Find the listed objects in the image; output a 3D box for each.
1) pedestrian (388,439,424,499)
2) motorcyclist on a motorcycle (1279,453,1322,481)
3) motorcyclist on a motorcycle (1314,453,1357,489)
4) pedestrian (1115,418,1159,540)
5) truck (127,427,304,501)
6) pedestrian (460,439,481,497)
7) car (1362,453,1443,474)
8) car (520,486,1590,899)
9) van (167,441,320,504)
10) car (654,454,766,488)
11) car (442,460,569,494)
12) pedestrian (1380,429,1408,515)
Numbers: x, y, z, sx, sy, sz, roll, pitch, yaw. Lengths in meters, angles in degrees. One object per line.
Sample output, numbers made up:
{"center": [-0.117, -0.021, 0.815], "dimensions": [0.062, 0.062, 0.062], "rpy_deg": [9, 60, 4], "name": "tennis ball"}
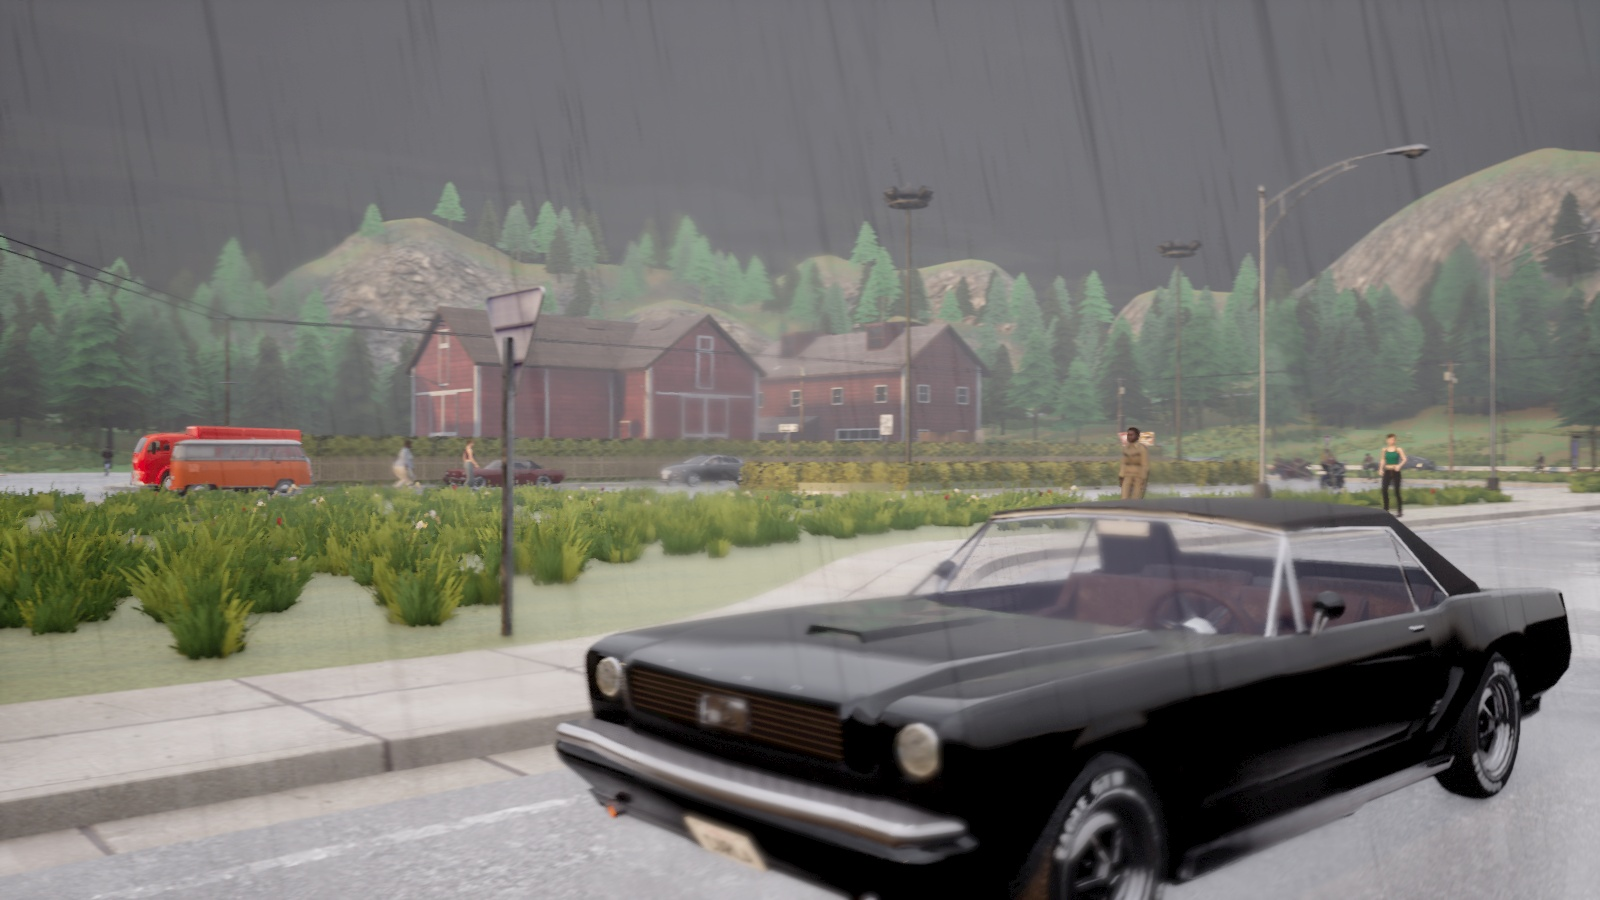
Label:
{"center": [-12.335, 0.586, 39.333], "dimensions": [0.900, 1.855, 0.874], "rpy_deg": [0, 0, -30], "name": "pedestrian"}
{"center": [28.490, 0.960, 71.547], "dimensions": [0.866, 1.530, 2.191], "rpy_deg": [0, 0, -31], "name": "motorcyclist on a motorcycle"}
{"center": [23.400, 0.914, 54.847], "dimensions": [2.191, 1.530, 0.866], "rpy_deg": [0, 0, -41], "name": "motorcyclist on a motorcycle"}
{"center": [5.429, 0.460, 20.207], "dimensions": [0.396, 1.930, 0.692], "rpy_deg": [0, 0, 43], "name": "pedestrian"}
{"center": [-20.536, 0.491, 44.195], "dimensions": [5.204, 2.467, 2.627], "rpy_deg": [1, 0, -36], "name": "truck"}
{"center": [-10.529, 0.584, 40.157], "dimensions": [0.594, 1.836, 0.345], "rpy_deg": [0, 0, -23], "name": "pedestrian"}
{"center": [42.879, 0.953, 89.454], "dimensions": [4.892, 1.490, 1.837], "rpy_deg": [0, 0, 45], "name": "car"}
{"center": [1.424, 0.861, 5.205], "dimensions": [4.718, 1.301, 1.895], "rpy_deg": [0, 0, -42], "name": "car"}
{"center": [-18.428, 0.710, 41.611], "dimensions": [4.442, 1.987, 1.775], "rpy_deg": [0, 0, -31], "name": "van"}
{"center": [-4.157, 0.933, 58.381], "dimensions": [4.902, 1.511, 2.128], "rpy_deg": [0, 0, -41], "name": "car"}
{"center": [-12.040, 1.076, 51.509], "dimensions": [4.718, 1.301, 1.895], "rpy_deg": [0, 0, -41], "name": "car"}
{"center": [12.782, 0.463, 27.020], "dimensions": [0.594, 1.836, 0.345], "rpy_deg": [0, 0, -44], "name": "pedestrian"}
